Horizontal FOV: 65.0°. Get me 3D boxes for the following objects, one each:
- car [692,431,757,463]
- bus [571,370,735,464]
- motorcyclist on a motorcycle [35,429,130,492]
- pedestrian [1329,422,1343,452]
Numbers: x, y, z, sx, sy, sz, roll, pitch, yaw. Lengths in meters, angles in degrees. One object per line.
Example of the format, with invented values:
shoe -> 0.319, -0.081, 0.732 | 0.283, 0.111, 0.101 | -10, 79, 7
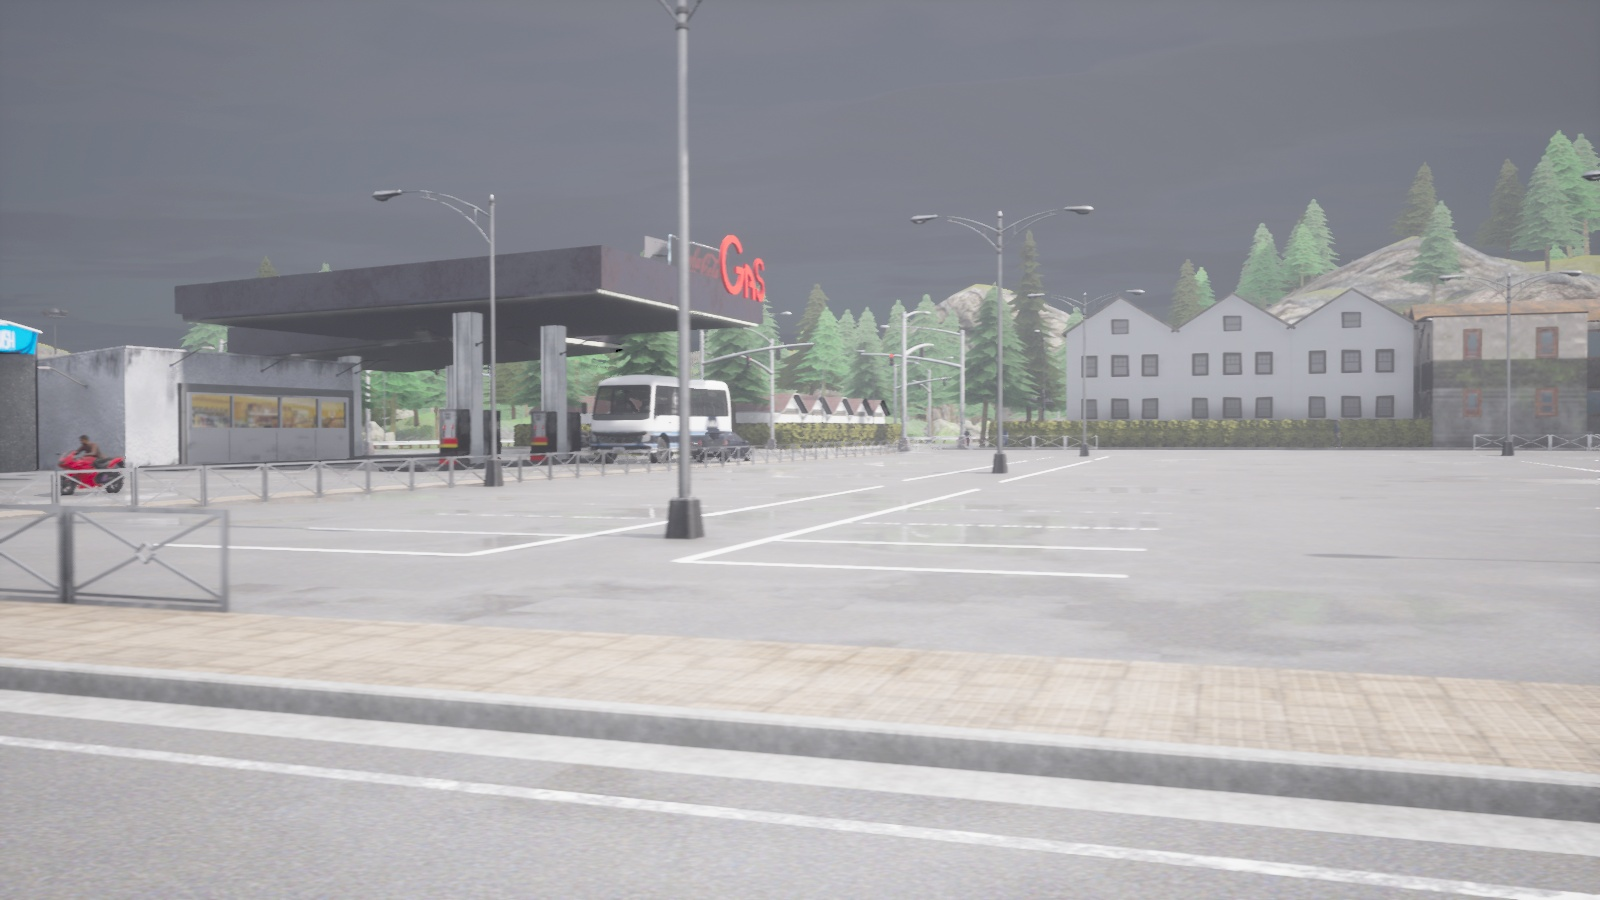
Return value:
car -> -3.647, -0.154, 61.221 | 1.845, 1.501, 3.633 | 1, 1, 19
bus -> -7.016, -1.572, 62.154 | 3.944, 4.253, 10.273 | 1, 1, 19
motorcyclist on a motorcycle -> -17.918, 0.238, 31.408 | 0.797, 1.523, 2.044 | 1, 1, 19
pedestrian -> 32.837, -0.816, 76.899 | 0.726, 1.842, 0.402 | 1, 1, 20
